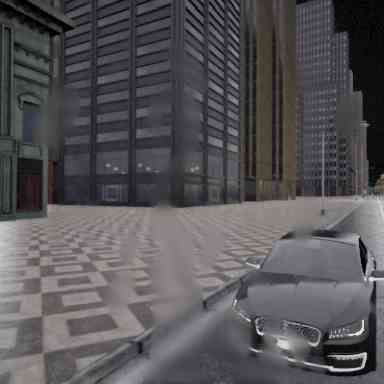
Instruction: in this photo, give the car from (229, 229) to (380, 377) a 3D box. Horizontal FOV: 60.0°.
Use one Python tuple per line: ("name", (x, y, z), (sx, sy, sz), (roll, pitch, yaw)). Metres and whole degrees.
("car", (2.247, 1.507, 5.943), (1.837, 1.490, 4.892), (0, 0, 29))
